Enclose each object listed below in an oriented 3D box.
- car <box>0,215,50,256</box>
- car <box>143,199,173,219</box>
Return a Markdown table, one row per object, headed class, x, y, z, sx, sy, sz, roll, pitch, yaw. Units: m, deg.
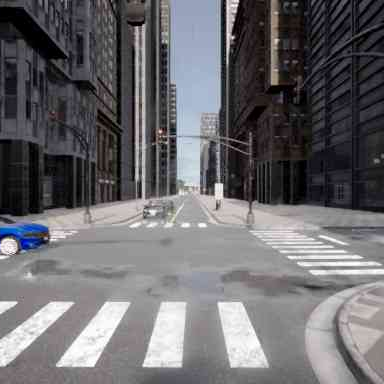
| class | x | y | z | sx | sy | sz | roll | pitch | yaw |
| --- | --- | --- | --- | --- | --- | --- | --- | --- | --- |
| car | -7.977 | 1.488 | 12.509 | 5.008 | 1.535 | 1.882 | 0 | 0 | 0 |
| car | -3.169 | 1.498 | 29.425 | 2.128 | 1.511 | 4.902 | 0 | 0 | 0 |
